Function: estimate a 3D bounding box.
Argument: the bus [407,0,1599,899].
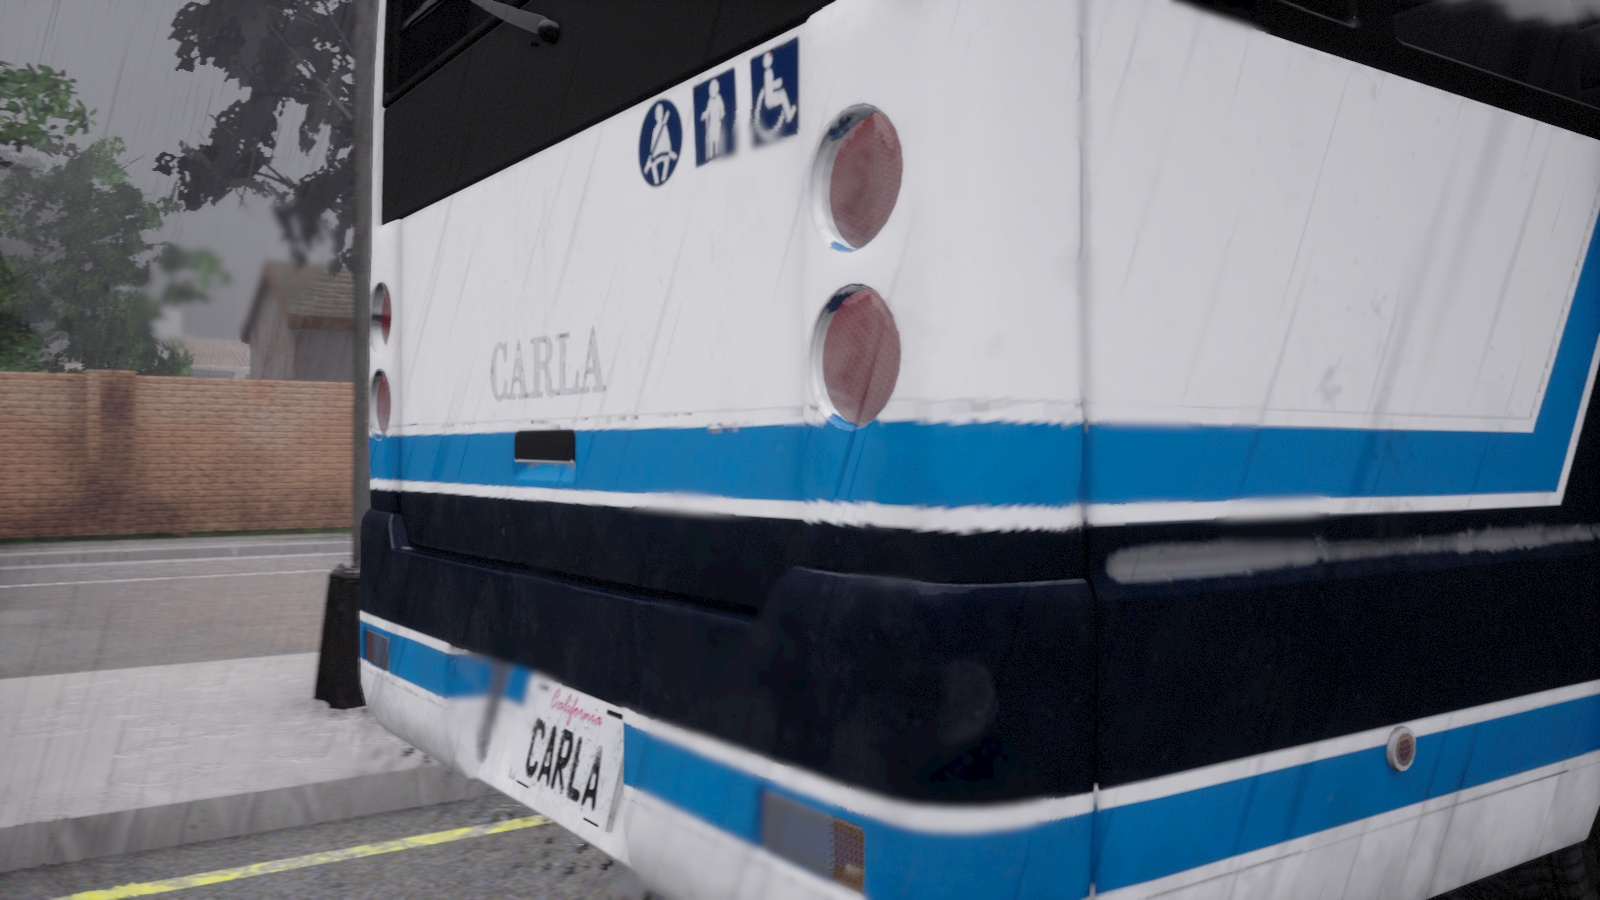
[{"bbox_3d":[3.783,-0.624,6.298,10.273,4.253,3.944,0,0,-35],"label":"bus"}]
